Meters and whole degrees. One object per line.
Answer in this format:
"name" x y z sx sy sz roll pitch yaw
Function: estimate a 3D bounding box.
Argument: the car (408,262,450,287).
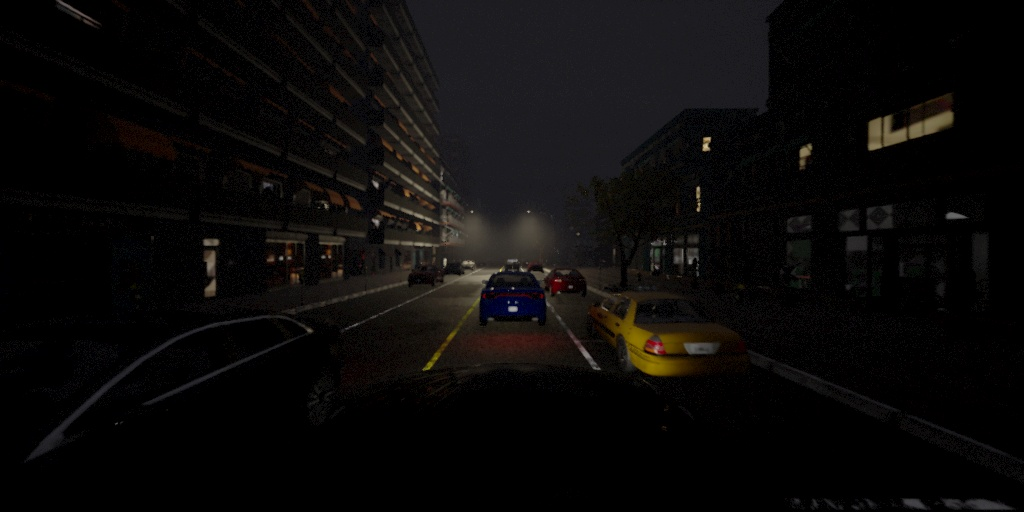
"car" -5.702 1.267 24.261 1.888 1.381 4.507 0 0 0

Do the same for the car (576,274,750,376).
"car" 2.688 1.269 7.374 1.751 1.417 4.829 0 0 0

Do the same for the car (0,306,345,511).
"car" -3.100 1.240 2.752 2.128 1.511 4.902 0 0 0

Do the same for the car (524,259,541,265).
"car" 2.671 1.284 41.269 1.802 1.307 4.207 0 0 0

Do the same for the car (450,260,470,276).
"car" -5.707 1.274 35.616 1.948 1.339 4.313 0 0 0

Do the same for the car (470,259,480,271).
"car" -5.712 1.246 46.970 2.007 1.370 4.403 0 0 0

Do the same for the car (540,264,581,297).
"car" 2.682 1.274 18.559 1.888 1.381 4.507 0 0 0

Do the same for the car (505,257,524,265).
"car" 0.078 1.186 47.658 2.128 1.511 4.902 0 0 0

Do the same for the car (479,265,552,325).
"car" 0.016 1.215 11.756 1.882 1.535 5.008 0 0 0
